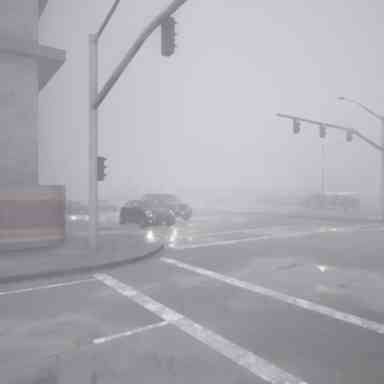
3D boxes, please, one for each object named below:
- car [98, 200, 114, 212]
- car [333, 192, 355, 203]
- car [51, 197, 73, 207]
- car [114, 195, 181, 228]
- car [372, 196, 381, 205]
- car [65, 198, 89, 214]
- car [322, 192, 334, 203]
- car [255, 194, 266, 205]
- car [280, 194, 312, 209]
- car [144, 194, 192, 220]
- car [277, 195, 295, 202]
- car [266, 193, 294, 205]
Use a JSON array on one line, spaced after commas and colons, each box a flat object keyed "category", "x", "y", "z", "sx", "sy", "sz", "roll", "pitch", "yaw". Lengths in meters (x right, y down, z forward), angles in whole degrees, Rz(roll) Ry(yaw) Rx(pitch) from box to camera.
[{"category": "car", "x": -10.023, "y": 1.542, "z": 37.413, "sx": 1.895, "sy": 1.301, "sz": 4.718, "roll": 0, "pitch": 0, "yaw": -36}, {"category": "car", "x": 35.989, "y": 1.139, "z": 78.767, "sx": 3.866, "sy": 1.878, "sz": 1.905, "roll": 0, "pitch": 0, "yaw": -35}, {"category": "car", "x": -20.373, "y": 1.555, "z": 51.978, "sx": 2.033, "sy": 1.411, "sz": 5.357, "roll": 0, "pitch": 0, "yaw": -36}, {"category": "car", "x": -2.980, "y": 1.294, "z": 21.619, "sx": 2.097, "sy": 1.767, "sz": 4.553, "roll": 0, "pitch": 0, "yaw": -36}, {"category": "car", "x": 31.542, "y": 1.382, "z": 54.887, "sx": 3.806, "sy": 1.475, "sz": 1.970, "roll": 0, "pitch": 0, "yaw": -35}, {"category": "car", "x": -12.080, "y": 1.543, "z": 34.275, "sx": 1.895, "sy": 1.301, "sz": 4.718, "roll": 0, "pitch": 0, "yaw": -36}, {"category": "car", "x": 34.325, "y": 1.378, "z": 81.136, "sx": 3.806, "sy": 1.475, "sz": 1.970, "roll": 0, "pitch": 0, "yaw": -35}, {"category": "car", "x": 12.619, "y": 1.144, "z": 55.391, "sx": 4.605, "sy": 1.855, "sz": 1.932, "roll": 0, "pitch": 0, "yaw": -35}, {"category": "car", "x": 15.884, "y": 1.386, "z": 50.867, "sx": 3.806, "sy": 1.475, "sz": 1.970, "roll": 0, "pitch": 0, "yaw": -35}, {"category": "car", "x": -2.263, "y": 1.163, "z": 26.607, "sx": 2.150, "sy": 2.045, "sz": 5.566, "roll": 0, "pitch": 0, "yaw": -36}, {"category": "car", "x": 20.081, "y": 1.351, "z": 71.026, "sx": 3.905, "sy": 1.438, "sz": 1.784, "roll": 0, "pitch": 0, "yaw": -35}, {"category": "car", "x": 14.211, "y": 1.354, "z": 53.230, "sx": 3.905, "sy": 1.438, "sz": 1.784, "roll": 0, "pitch": 0, "yaw": -35}]
